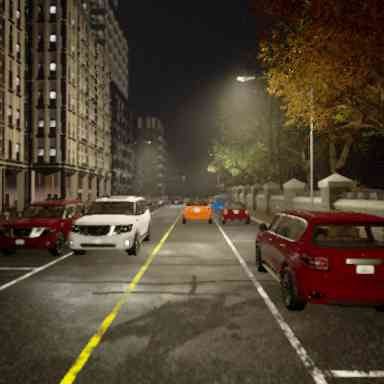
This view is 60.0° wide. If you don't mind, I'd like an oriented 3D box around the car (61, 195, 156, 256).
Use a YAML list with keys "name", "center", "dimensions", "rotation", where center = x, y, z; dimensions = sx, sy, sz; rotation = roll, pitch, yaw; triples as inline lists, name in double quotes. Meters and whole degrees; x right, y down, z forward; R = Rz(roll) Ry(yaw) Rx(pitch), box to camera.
- name: "car"
  center: [-2.959, 1.202, 13.323]
  dimensions: [2.150, 2.045, 5.566]
  rotation: [0, 0, 1]

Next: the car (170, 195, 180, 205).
- name: "car"
  center: [-2.401, 1.382, 54.077]
  dimensions: [2.128, 1.511, 4.902]
  rotation: [0, 0, 1]

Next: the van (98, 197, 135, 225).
- name: "van"
  center: [-5.398, 1.301, 24.238]
  dimensions: [1.690, 1.788, 3.998]
  rotation: [1, 0, 1]

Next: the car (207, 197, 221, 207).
- name: "car"
  center: [3.334, 1.465, 51.474]
  dimensions: [1.947, 1.339, 4.313]
  rotation: [1, 0, 1]

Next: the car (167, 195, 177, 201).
- name: "car"
  center: [-4.691, 1.360, 78.977]
  dimensions: [2.008, 1.369, 4.403]
  rotation: [1, 0, 1]

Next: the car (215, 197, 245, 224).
- name: "car"
  center: [2.980, 1.403, 24.081]
  dimensions: [1.967, 1.590, 4.097]
  rotation: [1, 0, 1]

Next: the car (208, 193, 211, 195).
- name: "car"
  center: [3.264, 1.354, 45.994]
  dimensions: [1.967, 1.590, 4.097]
  rotation: [1, 0, 1]

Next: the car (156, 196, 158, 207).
- name: "car"
  center: [-5.256, 1.253, 35.185]
  dimensions: [2.192, 1.841, 5.009]
  rotation: [1, 0, 1]

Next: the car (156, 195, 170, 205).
- name: "car"
  center: [-4.973, 1.321, 57.082]
  dimensions: [1.967, 1.590, 4.097]
  rotation: [1, 0, 1]

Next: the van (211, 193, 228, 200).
- name: "van"
  center: [3.123, 1.282, 35.038]
  dimensions: [1.690, 1.788, 3.998]
  rotation: [1, 0, 1]

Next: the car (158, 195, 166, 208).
- name: "car"
  center: [-5.116, 1.462, 46.133]
  dimensions: [2.008, 1.369, 4.403]
  rotation: [1, 0, 1]

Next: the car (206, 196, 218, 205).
- name: "car"
  center: [3.405, 1.466, 56.951]
  dimensions: [1.802, 1.307, 4.206]
  rotation: [1, 0, 1]

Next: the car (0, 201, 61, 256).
- name: "car"
  center: [-5.540, 1.295, 13.290]
  dimensions: [2.192, 1.841, 5.009]
  rotation: [1, 0, 1]

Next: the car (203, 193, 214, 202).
- name: "car"
  center: [3.620, 1.146, 73.385]
  dimensions: [2.192, 1.841, 5.009]
  rotation: [1, 0, 1]

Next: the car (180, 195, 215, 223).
- name: "car"
  center: [0.395, 1.314, 25.088]
  dimensions: [2.097, 1.767, 4.553]
  rotation: [0, 0, 1]

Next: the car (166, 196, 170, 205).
- name: "car"
  center: [-5.044, 1.337, 51.608]
  dimensions: [1.967, 1.590, 4.097]
  rotation: [1, 0, 1]

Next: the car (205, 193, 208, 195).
- name: "car"
  center: [0.605, 1.276, 41.305]
  dimensions: [2.097, 1.767, 4.553]
  rotation: [0, 0, 1]

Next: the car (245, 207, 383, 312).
- name: "car"
  center: [2.768, 1.306, 7.647]
  dimensions: [2.192, 1.841, 5.009]
  rotation: [1, 0, 1]
